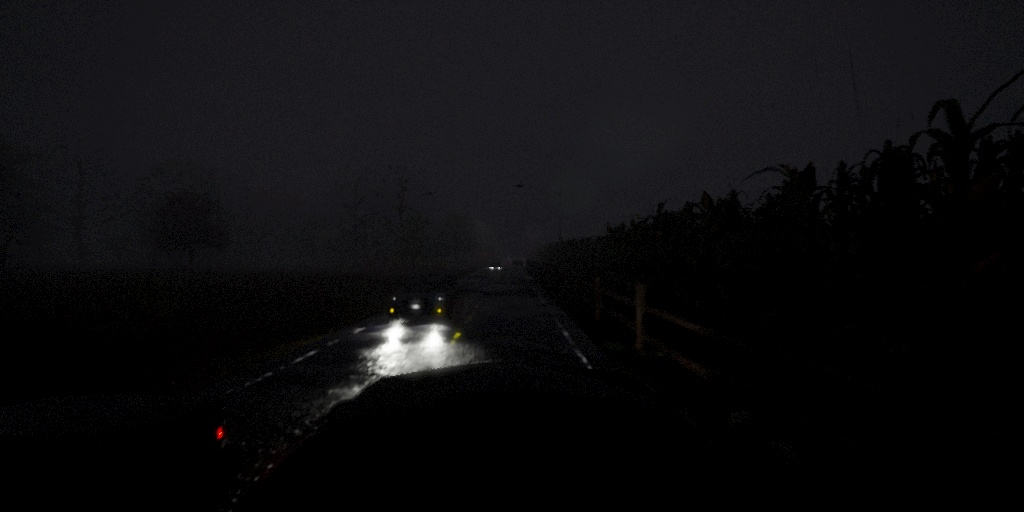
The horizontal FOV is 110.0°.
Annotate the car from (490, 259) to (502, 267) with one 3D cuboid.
[{"bbox_3d":[-2.770,1.221,62.059,2.033,1.411,5.357,0,0,1],"label":"car"}]

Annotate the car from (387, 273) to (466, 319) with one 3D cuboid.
[{"bbox_3d":[-2.834,1.311,12.649,1.994,1.385,4.181,0,0,1],"label":"car"}]

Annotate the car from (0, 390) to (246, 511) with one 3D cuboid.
[{"bbox_3d":[-2.849,1.297,0.183,2.033,1.411,5.357,0,0,0],"label":"car"}]
